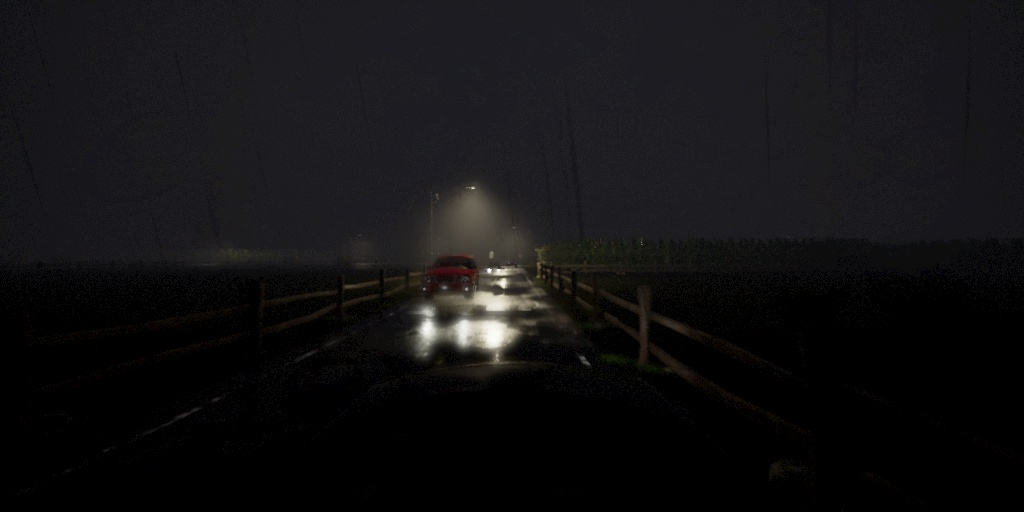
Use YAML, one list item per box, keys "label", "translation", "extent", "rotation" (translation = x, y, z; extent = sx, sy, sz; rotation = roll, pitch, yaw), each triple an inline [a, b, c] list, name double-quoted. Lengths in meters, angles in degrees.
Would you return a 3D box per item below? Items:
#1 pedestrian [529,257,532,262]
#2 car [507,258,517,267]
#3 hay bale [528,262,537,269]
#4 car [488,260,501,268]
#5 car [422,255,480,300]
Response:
- label: "pedestrian"
  translation: [2.828, 1.005, 55.603]
  extent: [0.375, 1.860, 0.375]
  rotation: [-1, 1, -5]
- label: "car"
  translation: [0.004, 1.250, 62.994]
  extent: [2.033, 1.411, 5.357]
  rotation: [0, 0, 0]
- label: "hay bale"
  translation: [3.128, 1.369, 54.517]
  extent: [1.220, 1.180, 1.240]
  rotation: [0, 0, 0]
- label: "car"
  translation: [-2.798, 1.311, 57.411]
  extent: [1.895, 1.301, 4.718]
  rotation: [0, 0, 1]
- label: "car"
  translation: [-2.847, 0.966, 17.902]
  extent: [2.150, 2.045, 5.566]
  rotation: [0, 0, 0]
